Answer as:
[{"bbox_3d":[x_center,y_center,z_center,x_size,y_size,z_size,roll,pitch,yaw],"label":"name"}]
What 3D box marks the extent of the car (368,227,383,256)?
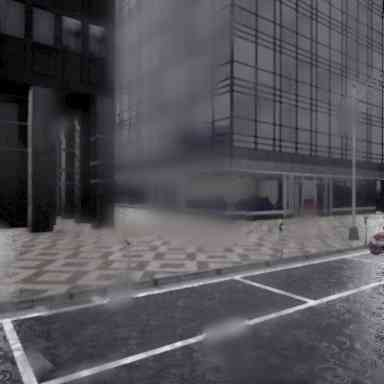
[{"bbox_3d":[8.413,1.719,12.634,4.206,1.307,1.802,1,-1,-35],"label":"car"}]
